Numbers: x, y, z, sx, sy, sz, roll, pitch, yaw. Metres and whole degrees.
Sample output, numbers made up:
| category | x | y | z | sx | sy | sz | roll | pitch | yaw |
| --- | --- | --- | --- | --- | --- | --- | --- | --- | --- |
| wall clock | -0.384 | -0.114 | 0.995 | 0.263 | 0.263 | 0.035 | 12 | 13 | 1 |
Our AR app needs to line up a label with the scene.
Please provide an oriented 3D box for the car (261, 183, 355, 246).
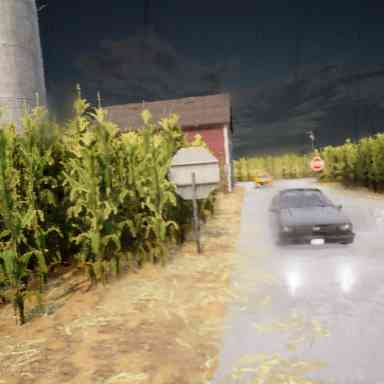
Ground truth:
| category | x | y | z | sx | sy | sz | roll | pitch | yaw |
| --- | --- | --- | --- | --- | --- | --- | --- | --- | --- |
| car | 3.419 | 0.610 | 10.506 | 2.033 | 1.411 | 5.357 | -4 | 3 | 10 |

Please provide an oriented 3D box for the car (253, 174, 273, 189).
| category | x | y | z | sx | sy | sz | roll | pitch | yaw |
| --- | --- | --- | --- | --- | --- | --- | --- | --- | --- |
| car | 7.873 | -1.275 | 36.844 | 1.882 | 1.535 | 5.008 | -4 | 3 | 10 |
